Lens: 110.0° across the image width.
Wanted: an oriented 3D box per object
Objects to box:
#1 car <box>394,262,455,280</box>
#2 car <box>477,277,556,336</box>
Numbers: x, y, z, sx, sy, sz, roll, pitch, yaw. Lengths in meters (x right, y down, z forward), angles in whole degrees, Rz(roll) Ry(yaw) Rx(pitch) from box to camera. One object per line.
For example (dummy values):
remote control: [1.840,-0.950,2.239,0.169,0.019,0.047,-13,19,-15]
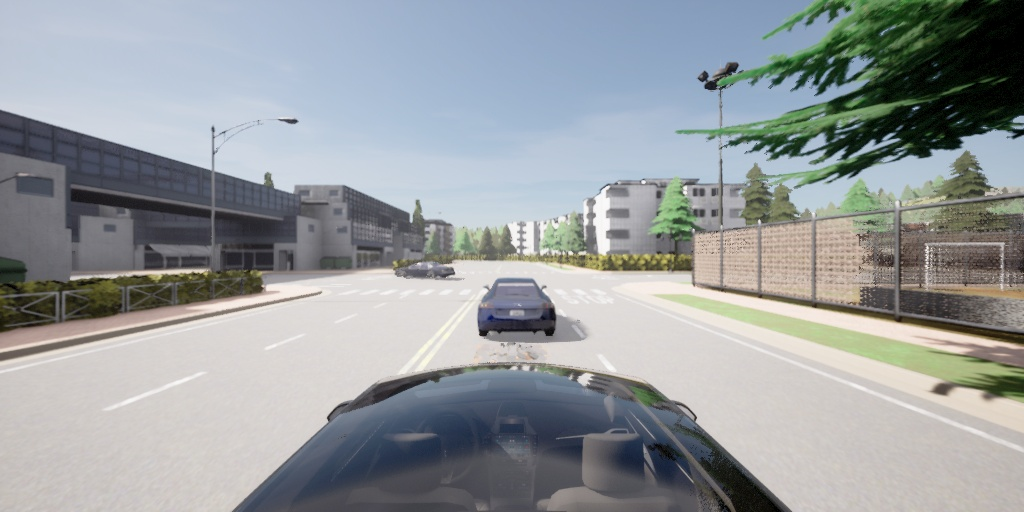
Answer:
car: [-7.478,1.231,30.647,5.357,1.411,2.033,0,0,24]
car: [0.094,1.293,10.355,1.994,1.385,4.181,0,0,-1]
